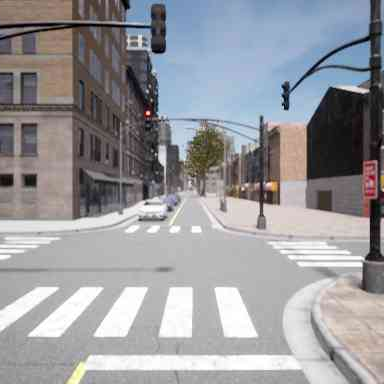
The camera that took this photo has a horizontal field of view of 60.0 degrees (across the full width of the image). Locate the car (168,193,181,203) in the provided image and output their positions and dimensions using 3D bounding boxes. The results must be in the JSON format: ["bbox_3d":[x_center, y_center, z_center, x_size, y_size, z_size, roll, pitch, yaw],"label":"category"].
[{"bbox_3d":[-2.852,1.015,55.862,1.837,1.490,4.892,0,1,0],"label":"car"}]

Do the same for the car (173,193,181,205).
[{"bbox_3d":[-2.861,1.128,45.166,1.812,1.442,4.674,0,0,0],"label":"car"}]

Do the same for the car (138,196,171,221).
[{"bbox_3d":[-2.874,1.304,25.089,1.812,1.442,4.674,0,1,0],"label":"car"}]

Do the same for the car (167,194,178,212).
[{"bbox_3d":[-2.883,1.238,34.867,2.033,1.411,5.357,0,1,0],"label":"car"}]
